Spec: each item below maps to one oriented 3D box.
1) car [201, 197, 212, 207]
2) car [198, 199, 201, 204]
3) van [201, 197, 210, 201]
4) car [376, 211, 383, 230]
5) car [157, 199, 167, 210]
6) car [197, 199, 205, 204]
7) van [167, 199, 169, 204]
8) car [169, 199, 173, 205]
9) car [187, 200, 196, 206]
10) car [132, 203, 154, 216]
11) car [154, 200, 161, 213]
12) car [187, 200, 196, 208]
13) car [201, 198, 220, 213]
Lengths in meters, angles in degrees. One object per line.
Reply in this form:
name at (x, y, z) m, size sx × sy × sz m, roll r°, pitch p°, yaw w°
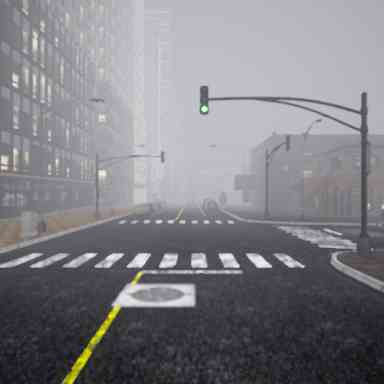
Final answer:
car at (3.048, 2.101, 70.631) m, size 2.150 × 2.045 × 5.566 m, roll 0°, pitch -1°, yaw 0°
car at (2.629, 2.007, 55.981) m, size 2.192 × 1.841 × 5.009 m, roll -1°, pitch -1°, yaw 0°
van at (2.634, 1.963, 50.337) m, size 1.690 × 1.788 × 3.998 m, roll -1°, pitch -1°, yaw 0°
car at (14.673, 1.925, 21.838) m, size 4.674 × 1.442 × 1.812 m, roll 1°, pitch 0°, yaw 0°
car at (-5.714, 2.259, 56.026) m, size 1.947 × 1.339 × 4.313 m, roll -1°, pitch -1°, yaw 0°
car at (2.600, 2.749, 95.484) m, size 1.947 × 1.339 × 4.313 m, roll -1°, pitch -1°, yaw 0°
van at (-5.723, 2.104, 61.672) m, size 1.690 × 1.788 × 3.998 m, roll -1°, pitch -1°, yaw 0°
car at (-5.739, 2.567, 84.075) m, size 1.752 × 1.417 × 4.829 m, roll -1°, pitch -1°, yaw 0°
car at (-0.063, 2.457, 76.060) m, size 1.895 × 1.301 × 4.718 m, roll 0°, pitch -1°, yaw 0°
car at (-5.871, 2.007, 38.925) m, size 1.752 × 1.417 × 4.829 m, roll -1°, pitch -1°, yaw 0°
car at (-5.705, 2.119, 44.738) m, size 1.947 × 1.339 × 4.313 m, roll -1°, pitch -1°, yaw 0°
car at (-0.055, 2.318, 66.868) m, size 2.128 × 1.511 × 4.902 m, roll 0°, pitch -1°, yaw 0°
car at (2.640, 1.992, 44.692) m, size 1.967 × 1.590 × 4.097 m, roll -1°, pitch -1°, yaw 0°
